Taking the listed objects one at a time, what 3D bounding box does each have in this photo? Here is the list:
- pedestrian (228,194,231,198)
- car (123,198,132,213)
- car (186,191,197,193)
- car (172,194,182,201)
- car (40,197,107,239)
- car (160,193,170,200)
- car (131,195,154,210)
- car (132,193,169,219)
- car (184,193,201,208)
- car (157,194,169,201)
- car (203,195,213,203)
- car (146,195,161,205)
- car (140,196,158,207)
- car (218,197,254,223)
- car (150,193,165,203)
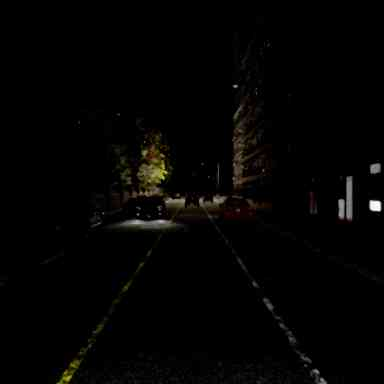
[{"bbox_3d":[2.987,1.085,26.359,0.375,1.860,0.375,0,0,-5],"label":"pedestrian"},{"bbox_3d":[-5.705,1.304,33.293,1.947,1.339,4.313,0,0,0],"label":"car"},{"bbox_3d":[-0.025,0.815,52.649,2.150,2.045,5.566,0,0,0],"label":"car"},{"bbox_3d":[-3.039,1.038,67.795,1.994,1.385,4.181,0,0,0],"label":"car"},{"bbox_3d":[-5.695,1.182,16.675,2.192,1.841,5.009,0,0,0],"label":"car"},{"bbox_3d":[-5.853,0.998,72.062,1.887,1.381,4.507,0,0,0],"label":"car"},{"bbox_3d":[-5.707,1.136,38.830,1.967,1.590,4.097,0,0,0],"label":"car"},{"bbox_3d":[-3.112,1.145,26.151,2.097,1.767,4.553,0,0,0],"label":"car"},{"bbox_3d":[0.034,1.173,42.481,1.837,1.490,4.892,0,0,0],"label":"car"},{"bbox_3d":[-5.799,1.043,66.522,2.008,1.369,4.403,0,0,0],"label":"car"},{"bbox_3d":[2.664,1.124,55.453,2.008,1.369,4.403,0,0,0],"label":"car"},{"bbox_3d":[-5.713,1.140,49.738,1.752,1.417,4.829,0,0,0],"label":"car"},{"bbox_3d":[-5.710,1.237,44.370,1.802,1.307,4.206,0,0,0],"label":"car"},{"bbox_3d":[2.988,1.164,23.549,2.097,1.767,4.553,0,0,0],"label":"car"},{"bbox_3d":[-5.716,1.013,55.446,1.967,1.590,4.097,0,0,0],"label":"car"}]
